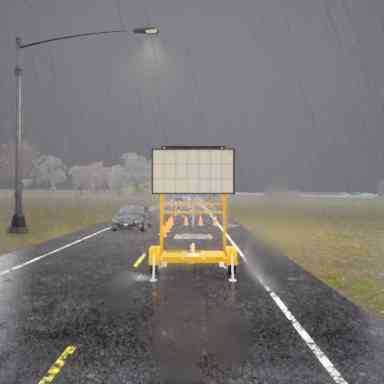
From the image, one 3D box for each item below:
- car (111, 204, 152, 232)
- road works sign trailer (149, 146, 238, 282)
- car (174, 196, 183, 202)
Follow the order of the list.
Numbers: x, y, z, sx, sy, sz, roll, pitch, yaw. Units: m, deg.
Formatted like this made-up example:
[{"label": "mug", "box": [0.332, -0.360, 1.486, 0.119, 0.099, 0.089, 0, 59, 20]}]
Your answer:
[{"label": "car", "box": [-3.528, 1.506, 20.195, 1.837, 1.490, 4.892, 0, 0, 0]}, {"label": "road works sign trailer", "box": [0.034, 0.465, 9.769, 2.380, 3.560, 2.880, 0, 0, 0]}, {"label": "car", "box": [-3.212, 1.565, 79.199, 1.994, 1.385, 4.181, 0, 0, 0]}]
